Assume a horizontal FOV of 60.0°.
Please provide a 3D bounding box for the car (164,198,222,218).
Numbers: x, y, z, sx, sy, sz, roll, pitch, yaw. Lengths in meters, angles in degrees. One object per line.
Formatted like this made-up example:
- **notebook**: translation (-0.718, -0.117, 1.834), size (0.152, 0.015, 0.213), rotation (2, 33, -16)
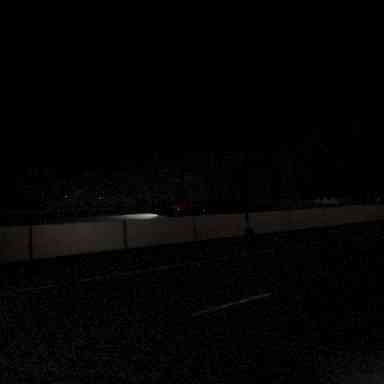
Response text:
- **car**: translation (0.144, 1.361, 29.876), size (5.008, 1.535, 1.882), rotation (0, 0, -35)

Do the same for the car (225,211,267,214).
- **car**: translation (4.306, 1.445, 24.247), size (4.181, 1.385, 1.994), rotation (0, 0, -35)

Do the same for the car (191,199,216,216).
- **car**: translation (2.184, 1.360, 27.033), size (5.008, 1.535, 1.882), rotation (0, 0, -35)
